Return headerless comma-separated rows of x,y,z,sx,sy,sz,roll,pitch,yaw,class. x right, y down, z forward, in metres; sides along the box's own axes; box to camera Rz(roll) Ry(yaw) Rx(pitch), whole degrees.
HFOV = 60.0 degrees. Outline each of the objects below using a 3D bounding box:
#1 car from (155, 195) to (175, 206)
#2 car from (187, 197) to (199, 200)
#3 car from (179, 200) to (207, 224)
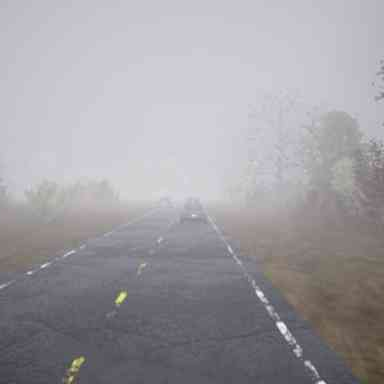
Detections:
-3.000,1.126,37.570,1.837,1.490,4.892,0,0,0,car
0.101,1.364,42.226,2.097,1.767,4.553,0,0,0,car
0.101,1.571,24.691,1.994,1.385,4.181,0,0,0,car
